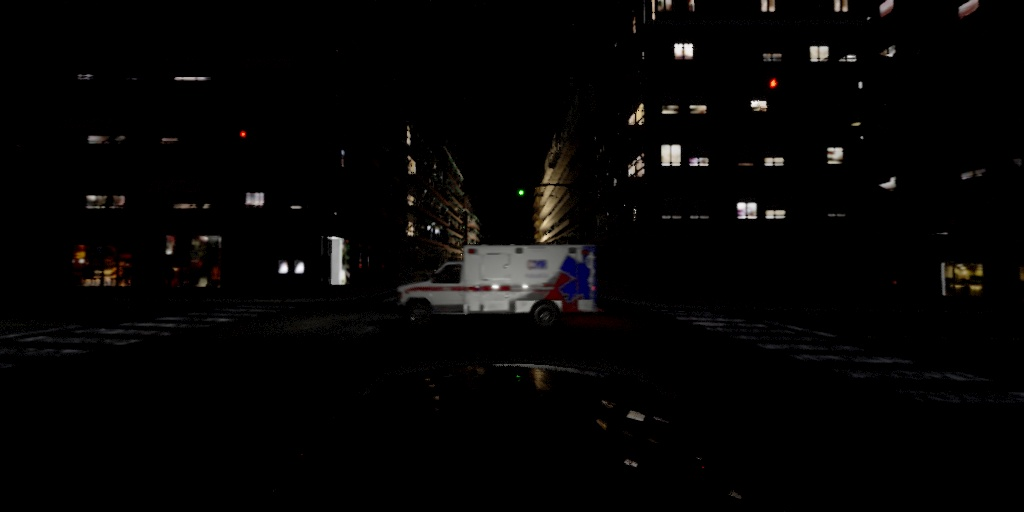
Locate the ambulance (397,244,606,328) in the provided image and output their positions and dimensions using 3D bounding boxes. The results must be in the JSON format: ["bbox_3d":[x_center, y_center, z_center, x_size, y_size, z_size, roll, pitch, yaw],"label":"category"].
[{"bbox_3d":[-0.396,0.901,11.647,6.366,2.431,2.351,0,-1,0],"label":"ambulance"}]
